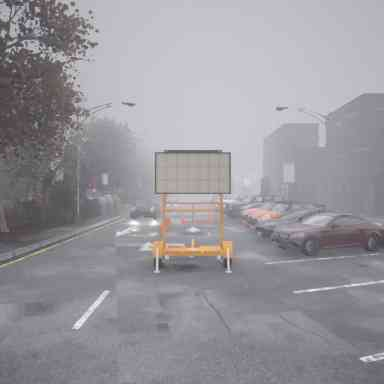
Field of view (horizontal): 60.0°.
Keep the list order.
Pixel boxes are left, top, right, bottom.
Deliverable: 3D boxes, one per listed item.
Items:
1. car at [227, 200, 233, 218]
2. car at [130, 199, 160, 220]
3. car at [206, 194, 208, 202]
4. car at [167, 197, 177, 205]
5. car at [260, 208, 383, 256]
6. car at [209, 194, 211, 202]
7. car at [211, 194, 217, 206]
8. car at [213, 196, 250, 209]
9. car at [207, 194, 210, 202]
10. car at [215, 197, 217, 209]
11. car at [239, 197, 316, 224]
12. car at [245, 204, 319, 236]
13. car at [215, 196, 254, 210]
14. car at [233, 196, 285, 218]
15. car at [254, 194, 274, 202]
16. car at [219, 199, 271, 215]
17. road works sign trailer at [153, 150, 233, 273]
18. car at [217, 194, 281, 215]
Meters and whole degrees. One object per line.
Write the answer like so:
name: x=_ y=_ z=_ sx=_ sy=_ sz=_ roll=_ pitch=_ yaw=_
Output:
car: x=5.389 y=1.539 z=24.946 sx=4.674 sy=1.452 sz=2.002 roll=1 pitch=0 yaw=-20
car: x=-3.938 y=1.371 z=28.532 sx=2.097 sy=1.767 sz=4.553 roll=0 pitch=0 yaw=0
car: x=5.619 y=1.392 z=70.013 sx=5.566 sy=2.045 sz=2.435 roll=1 pitch=0 yaw=-20
car: x=-3.825 y=1.658 z=63.510 sx=1.812 sy=1.442 sz=4.674 roll=0 pitch=0 yaw=0
car: x=5.337 y=1.528 z=12.936 sx=4.674 sy=1.452 sz=2.002 roll=1 pitch=0 yaw=-20
car: x=5.580 y=1.447 z=51.972 sx=4.553 sy=1.767 sz=2.185 roll=1 pitch=0 yaw=-20
car: x=5.441 y=1.271 z=36.941 sx=5.566 sy=2.045 sz=2.435 roll=1 pitch=0 yaw=-20
car: x=5.485 y=1.425 z=45.956 sx=4.553 sy=1.767 sz=2.185 roll=1 pitch=0 yaw=-20
car: x=5.551 y=1.584 z=54.975 sx=5.008 sy=1.535 sz=2.097 roll=1 pitch=-1 yaw=-20
car: x=5.253 y=1.504 z=30.882 sx=5.366 sy=1.575 sz=1.946 roll=1 pitch=0 yaw=-20
car: x=5.393 y=1.366 z=18.948 sx=4.553 sy=1.767 sz=2.185 roll=1 pitch=0 yaw=-20
car: x=5.319 y=1.518 z=15.928 sx=4.792 sy=1.488 sz=2.163 roll=1 pitch=0 yaw=-20
car: x=5.468 y=1.415 z=42.954 sx=4.553 sy=1.767 sz=2.185 roll=1 pitch=0 yaw=-20
car: x=5.409 y=1.370 z=21.949 sx=4.553 sy=1.767 sz=2.185 roll=1 pitch=0 yaw=-20
car: x=18.634 y=1.464 z=85.965 sx=2.435 sy=2.045 sz=5.566 roll=0 pitch=0 yaw=-21
car: x=5.417 y=1.545 z=33.939 sx=4.792 sy=1.488 sz=2.163 roll=1 pitch=0 yaw=-20
road works sign trailer: x=0.028 y=0.465 z=10.679 sx=2.380 sy=3.560 sz=2.880 roll=0 pitch=0 yaw=0
car: x=5.400 y=1.252 z=27.924 sx=5.566 sy=2.045 sz=2.435 roll=1 pitch=0 yaw=-20
